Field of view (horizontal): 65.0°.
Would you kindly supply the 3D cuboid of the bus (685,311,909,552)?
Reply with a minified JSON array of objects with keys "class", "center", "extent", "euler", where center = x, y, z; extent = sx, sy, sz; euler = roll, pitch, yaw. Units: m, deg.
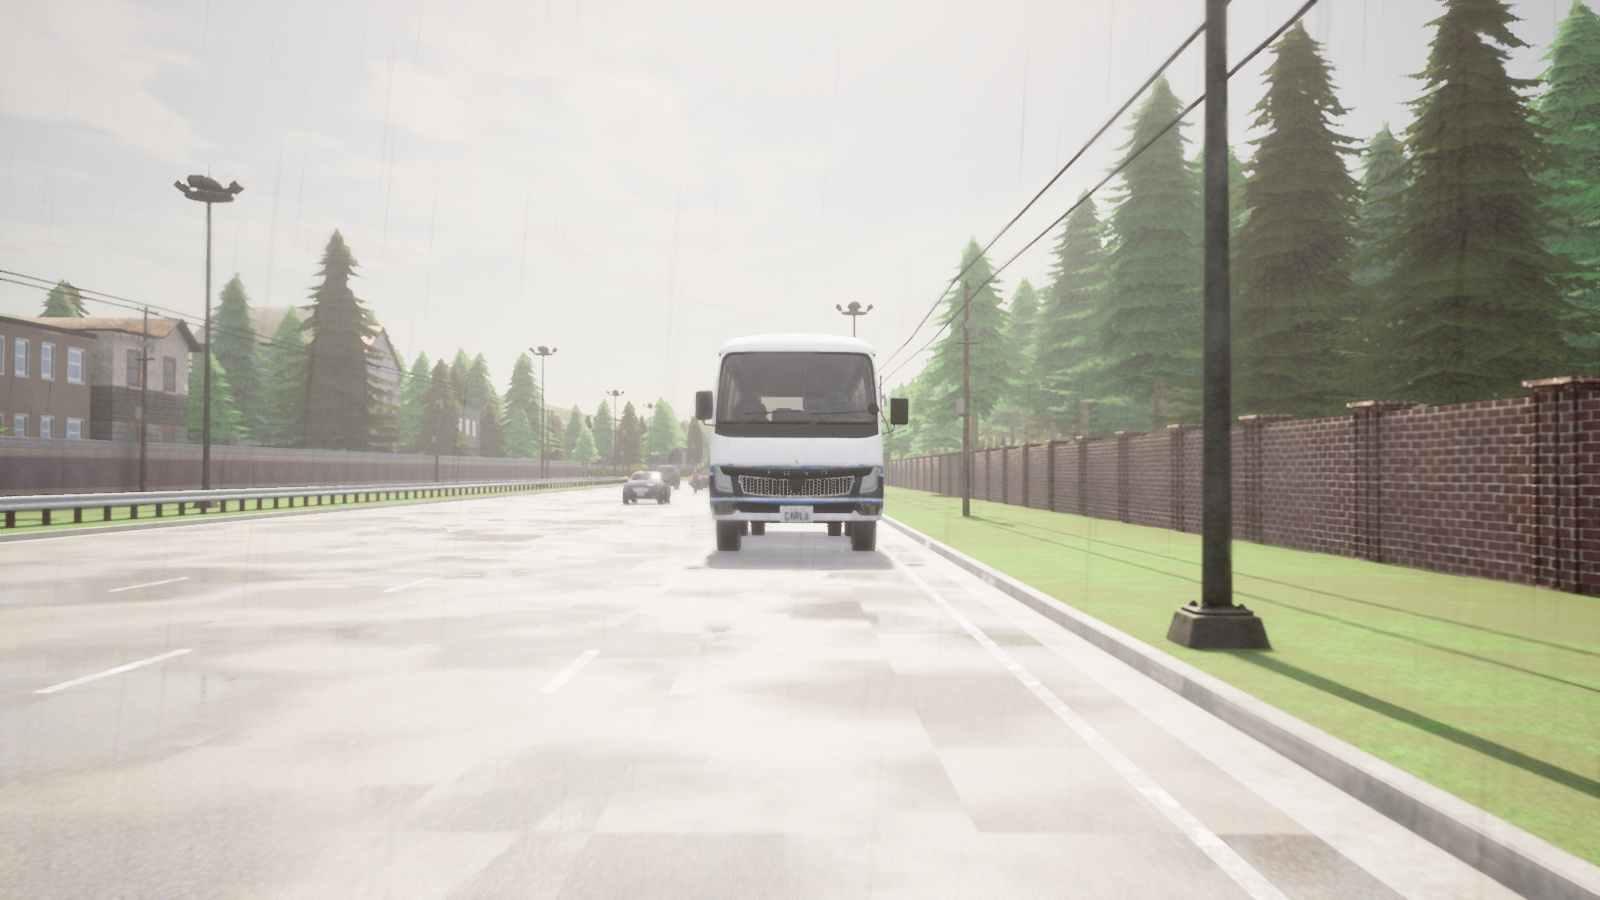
[{"class":"bus","center":[-0.071,-0.095,27.338],"extent":[3.944,4.253,10.273],"euler":[0,-3,0]}]

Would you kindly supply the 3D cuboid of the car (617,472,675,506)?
[{"class":"car","center":[-7.141,1.802,58.836],"extent":[2.128,1.511,4.902],"euler":[0,-1,0]}]
